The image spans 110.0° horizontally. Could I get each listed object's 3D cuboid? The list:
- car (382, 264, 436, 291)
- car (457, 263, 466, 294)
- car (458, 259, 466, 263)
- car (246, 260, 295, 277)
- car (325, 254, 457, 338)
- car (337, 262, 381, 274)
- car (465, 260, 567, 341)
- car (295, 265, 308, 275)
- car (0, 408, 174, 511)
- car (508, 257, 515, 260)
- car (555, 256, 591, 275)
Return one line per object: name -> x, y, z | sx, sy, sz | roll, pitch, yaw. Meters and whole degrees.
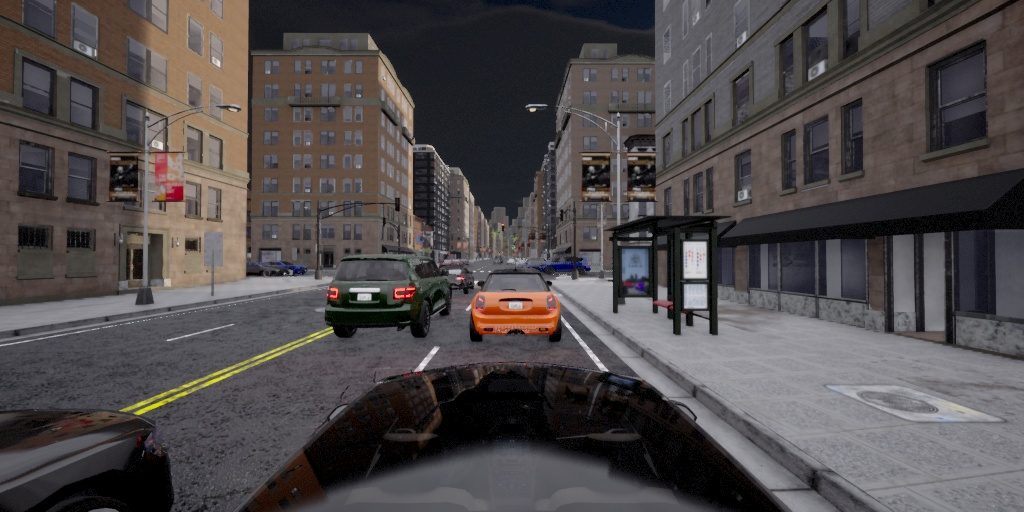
car -> -6.517, 1.309, 23.436 | 2.033, 1.411, 5.357 | 0, 0, 0
car -> -3.202, 1.283, 20.080 | 1.812, 1.442, 4.674 | 0, 0, 0
car -> -9.966, 1.297, 64.364 | 1.812, 1.442, 4.674 | 0, 0, 0
car -> -22.923, 1.177, 31.978 | 5.357, 1.411, 2.033 | 0, -1, 0
car -> -3.173, 0.975, 10.373 | 2.150, 2.045, 5.566 | 0, 0, 0
car -> -17.839, 1.345, 41.951 | 4.181, 1.385, 1.994 | 0, -1, 0
car -> 0.079, 1.105, 9.988 | 2.097, 1.767, 4.553 | 0, 0, 0
car -> -22.793, 1.152, 35.228 | 5.008, 1.535, 1.882 | 0, -1, 0
car -> -3.144, 1.241, 0.336 | 2.128, 1.511, 4.902 | 0, 0, 0
car -> 2.141, 1.199, 42.084 | 4.553, 1.767, 2.097 | 0, -1, 0
car -> 5.674, 1.039, 38.858 | 5.566, 2.045, 2.150 | 0, -1, 0
